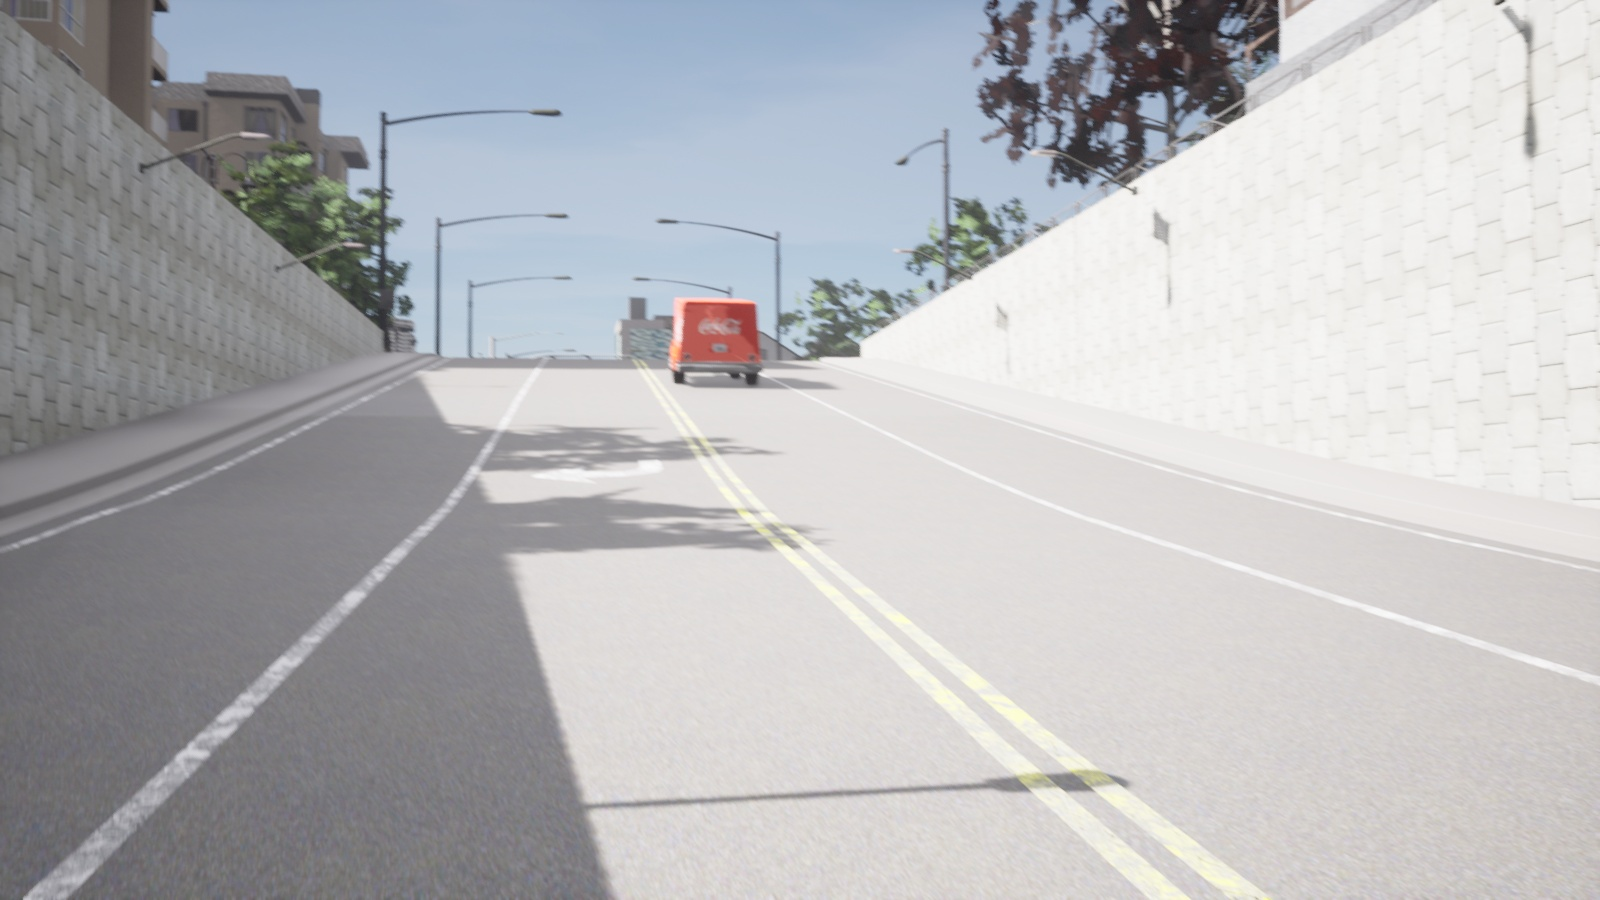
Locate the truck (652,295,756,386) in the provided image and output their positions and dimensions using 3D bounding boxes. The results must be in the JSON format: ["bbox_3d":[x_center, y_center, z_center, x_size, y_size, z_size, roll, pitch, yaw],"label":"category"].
[{"bbox_3d":[-3.003,-3.386,37.880,2.627,2.467,5.204,0,8,-10],"label":"truck"}]
